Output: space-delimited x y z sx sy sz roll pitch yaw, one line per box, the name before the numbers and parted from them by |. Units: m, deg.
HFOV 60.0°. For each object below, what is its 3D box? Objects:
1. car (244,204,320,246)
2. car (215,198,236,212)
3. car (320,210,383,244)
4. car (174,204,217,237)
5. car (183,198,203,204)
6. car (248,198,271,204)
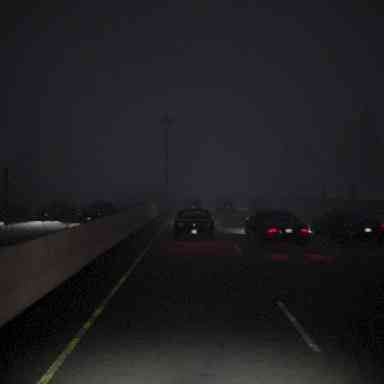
car | 3.605 1.487 14.896 2.033 1.411 5.357 0 0 0
car | 3.596 1.379 36.328 1.812 1.442 4.674 0 0 0
car | 7.104 1.501 15.425 1.994 1.385 4.181 0 0 0
car | 0.105 1.529 17.618 1.895 1.301 4.718 0 0 0
car | 0.109 1.349 35.257 2.128 1.511 4.902 0 0 0
car | 7.109 1.349 35.242 2.128 1.511 4.902 0 0 0
